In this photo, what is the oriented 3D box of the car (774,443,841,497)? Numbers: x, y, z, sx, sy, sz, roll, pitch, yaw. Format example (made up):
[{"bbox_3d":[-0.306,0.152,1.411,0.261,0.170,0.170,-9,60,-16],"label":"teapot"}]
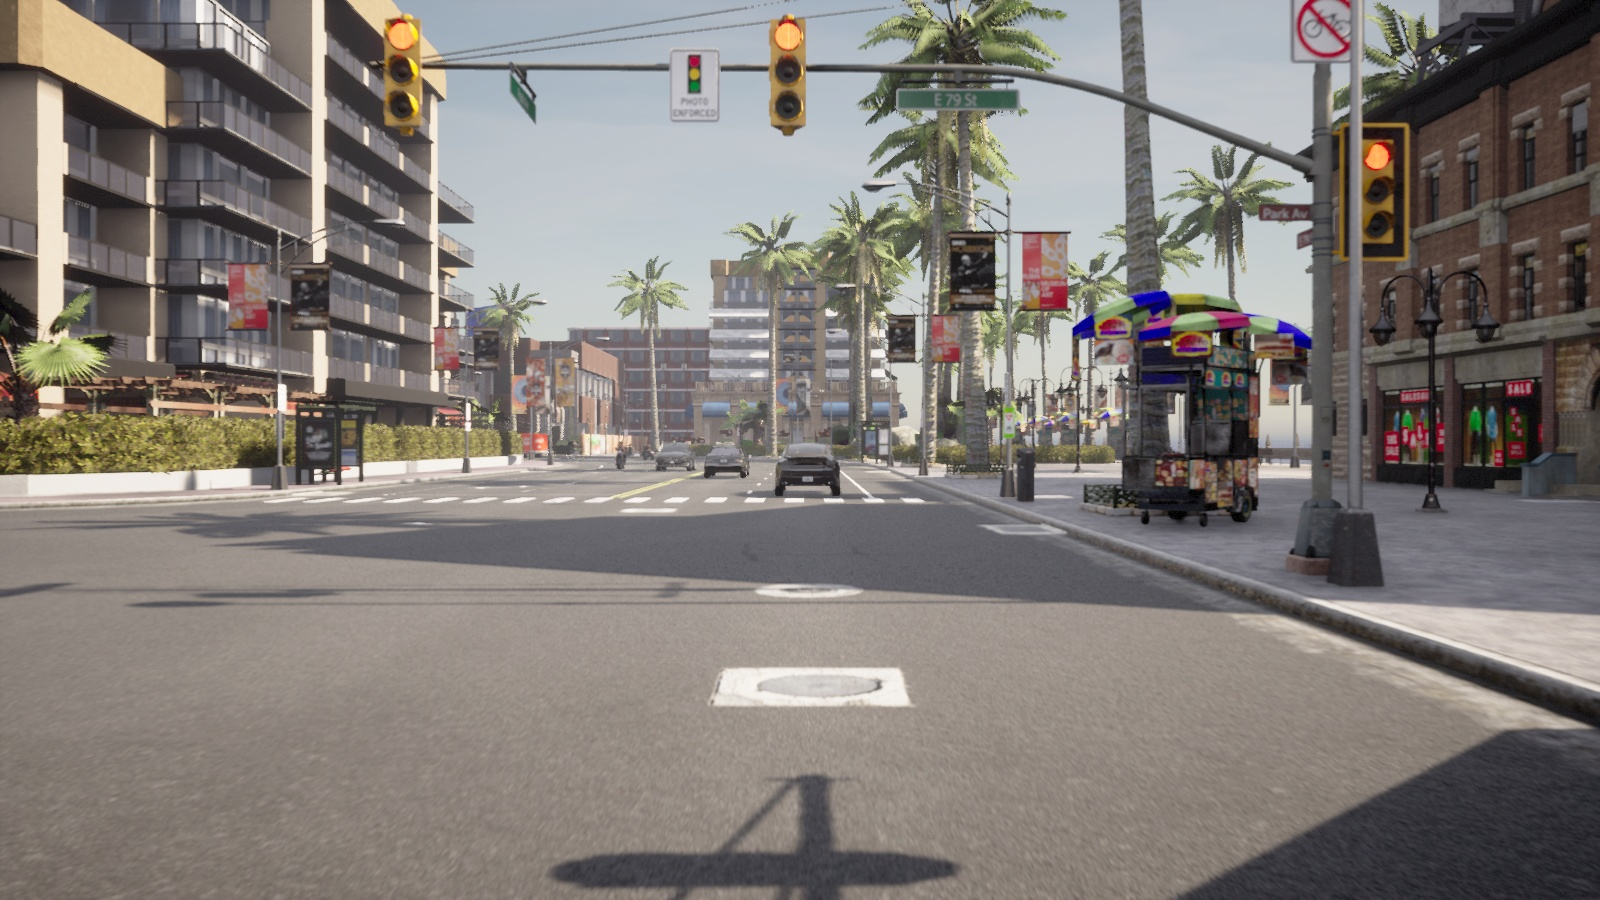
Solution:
[{"bbox_3d":[0.225,0.542,37.132,1.837,1.490,4.892,0,0,0],"label":"car"}]

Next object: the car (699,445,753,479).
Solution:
[{"bbox_3d":[-3.174,0.481,54.995,2.033,1.411,5.357,0,0,0],"label":"car"}]

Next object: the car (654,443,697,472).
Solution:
[{"bbox_3d":[-6.614,0.369,66.936,1.837,1.490,4.892,0,0,0],"label":"car"}]
